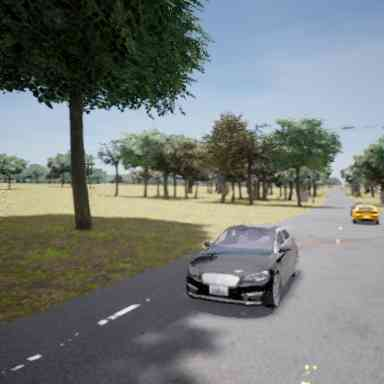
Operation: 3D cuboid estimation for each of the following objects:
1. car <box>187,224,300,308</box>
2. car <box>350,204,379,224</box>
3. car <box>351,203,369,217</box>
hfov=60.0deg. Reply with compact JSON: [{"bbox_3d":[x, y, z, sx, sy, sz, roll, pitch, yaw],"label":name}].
[{"bbox_3d":[1.532,1.602,8.428,2.128,1.511,4.902,0,-1,25],"label":"car"},{"bbox_3d":[15.134,1.904,29.083,1.882,1.535,5.008,0,-1,25],"label":"car"},{"bbox_3d":[20.002,2.122,39.701,1.812,1.442,4.674,0,-1,25],"label":"car"}]
